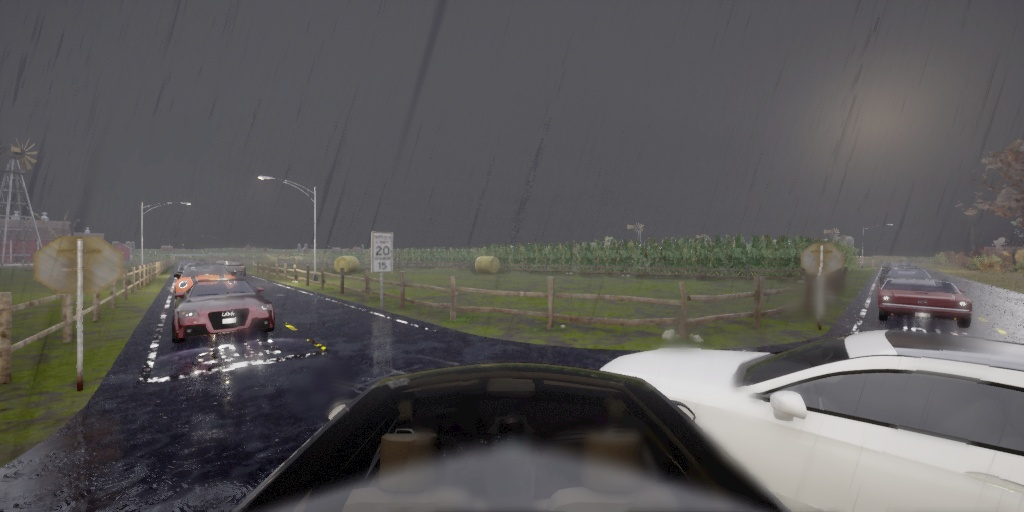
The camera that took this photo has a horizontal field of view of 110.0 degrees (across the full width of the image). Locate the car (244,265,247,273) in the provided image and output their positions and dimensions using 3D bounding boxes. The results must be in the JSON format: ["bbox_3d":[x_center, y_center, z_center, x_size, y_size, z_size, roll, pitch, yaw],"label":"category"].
[{"bbox_3d":[-27.497,1.311,35.415,2.128,1.511,4.902,0,0,-42],"label":"car"}]

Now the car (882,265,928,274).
[{"bbox_3d":[20.334,1.368,18.440,5.357,1.411,2.033,0,1,-44],"label":"car"}]

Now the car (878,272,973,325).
[{"bbox_3d":[13.353,1.400,11.773,4.718,1.301,1.895,0,1,-44],"label":"car"}]

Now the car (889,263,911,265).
[{"bbox_3d":[26.996,1.408,24.793,4.181,1.385,1.994,0,1,-44],"label":"car"}]

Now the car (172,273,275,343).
[{"bbox_3d":[-8.081,1.362,9.984,1.994,1.385,4.181,0,0,-43],"label":"car"}]

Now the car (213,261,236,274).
[{"bbox_3d":[-34.327,1.338,42.774,1.837,1.490,4.892,0,0,-42],"label":"car"}]

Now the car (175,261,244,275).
[{"bbox_3d":[-13.952,1.152,16.383,2.097,1.767,4.553,0,0,-43],"label":"car"}]

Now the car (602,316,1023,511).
[{"bbox_3d":[2.808,1.293,2.556,1.812,1.442,4.674,0,1,-45],"label":"car"}]
